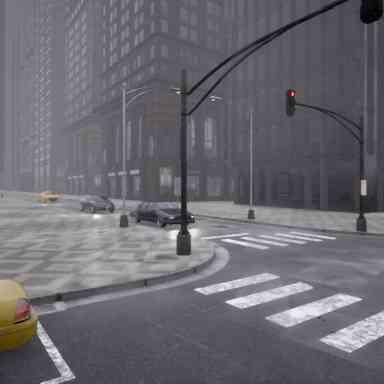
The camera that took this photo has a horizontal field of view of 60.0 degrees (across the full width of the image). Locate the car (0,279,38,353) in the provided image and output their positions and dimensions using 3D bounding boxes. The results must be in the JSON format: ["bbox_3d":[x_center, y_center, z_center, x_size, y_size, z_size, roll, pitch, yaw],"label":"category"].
[{"bbox_3d":[-4.347,1.525,3.543,4.829,1.417,1.752,0,0,-36],"label":"car"}]

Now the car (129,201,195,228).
[{"bbox_3d":[-2.001,1.237,20.207,2.033,1.411,5.357,0,1,-36],"label":"car"}]

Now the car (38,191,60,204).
[{"bbox_3d":[-18.622,0.658,43.254,1.882,1.535,5.008,0,1,-35],"label":"car"}]

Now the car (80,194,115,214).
[{"bbox_3d":[-8.292,0.993,28.906,1.837,1.490,4.892,0,2,-36],"label":"car"}]
